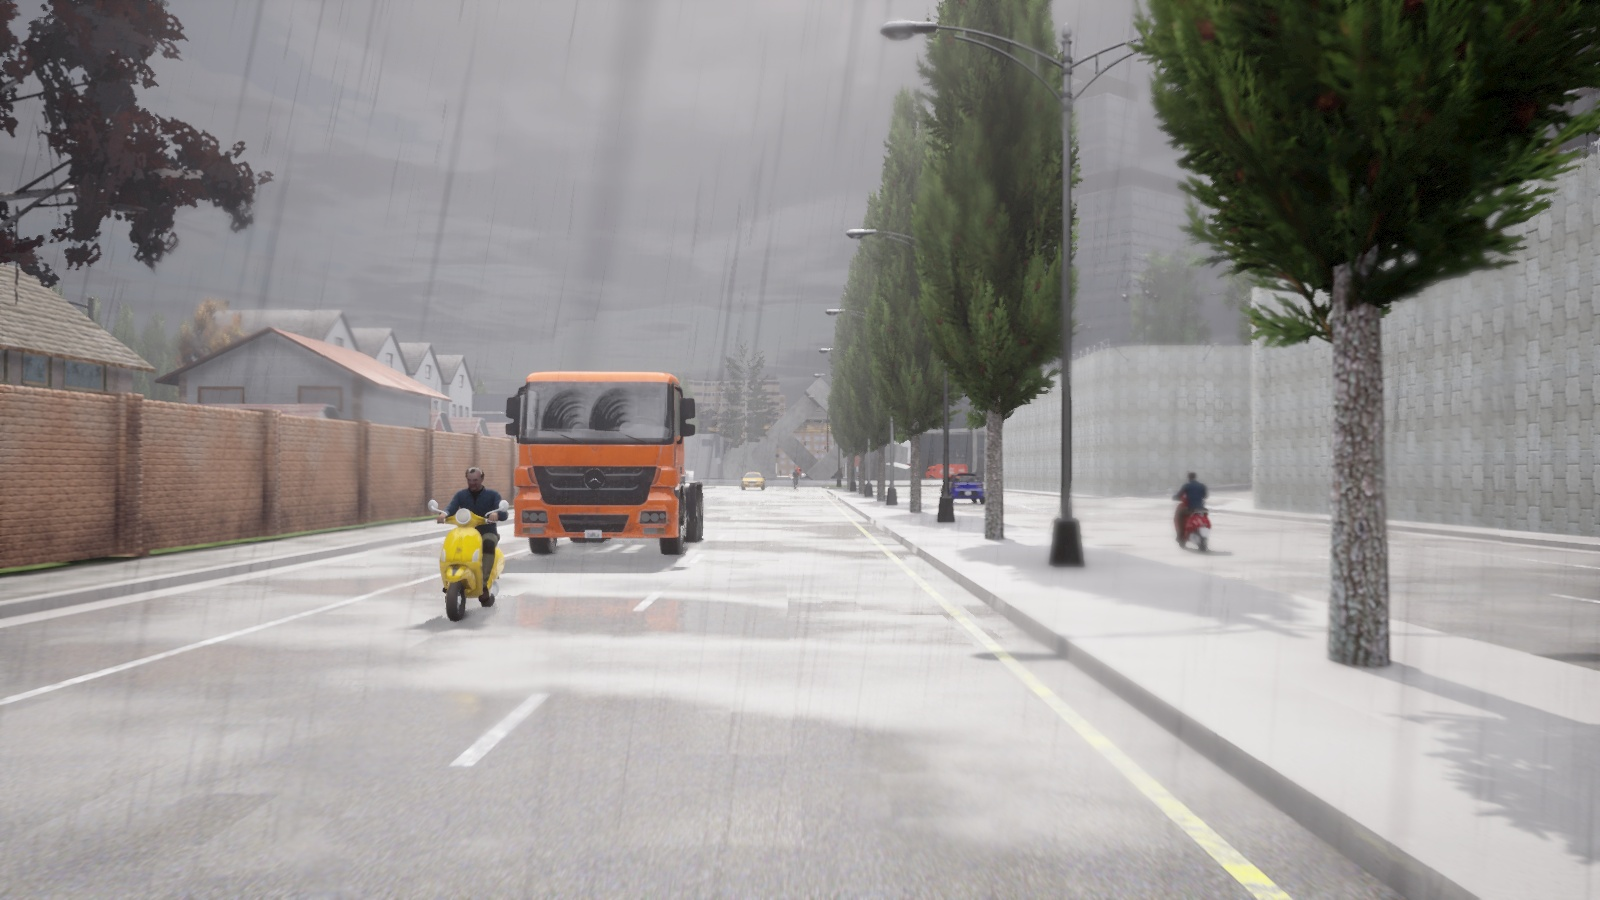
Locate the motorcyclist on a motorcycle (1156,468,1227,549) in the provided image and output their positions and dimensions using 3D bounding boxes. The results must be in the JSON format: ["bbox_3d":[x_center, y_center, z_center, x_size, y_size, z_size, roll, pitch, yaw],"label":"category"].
[{"bbox_3d":[7.938,1.164,25.542,0.866,1.590,1.817,0,-1,0],"label":"motorcyclist on a motorcycle"}]

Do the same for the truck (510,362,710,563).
[{"bbox_3d":[-3.566,0.276,25.640,2.891,3.462,7.936,0,-1,0],"label":"truck"}]

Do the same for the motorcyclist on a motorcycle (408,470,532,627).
[{"bbox_3d":[-3.533,1.010,13.627,0.866,1.590,1.817,0,-1,0],"label":"motorcyclist on a motorcycle"}]

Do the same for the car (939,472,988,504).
[{"bbox_3d":[7.847,1.791,60.662,1.816,1.474,4.193,-1,-1,0],"label":"car"}]
